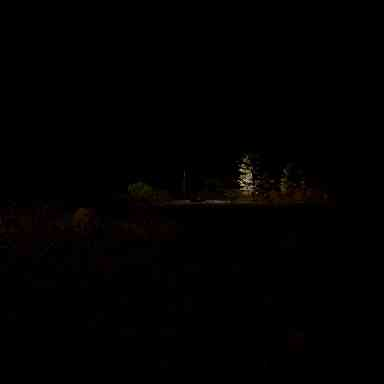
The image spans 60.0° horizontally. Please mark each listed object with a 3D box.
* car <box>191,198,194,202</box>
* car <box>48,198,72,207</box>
[{"bbox_3d":[1.405,1.734,78.568,1.994,1.385,4.181,0,0,27],"label":"car"},{"bbox_3d":[-22.045,1.655,54.598,1.812,1.442,4.674,0,1,34],"label":"car"}]
